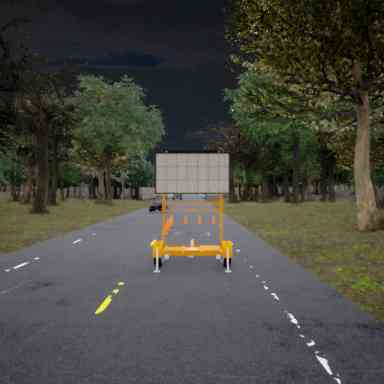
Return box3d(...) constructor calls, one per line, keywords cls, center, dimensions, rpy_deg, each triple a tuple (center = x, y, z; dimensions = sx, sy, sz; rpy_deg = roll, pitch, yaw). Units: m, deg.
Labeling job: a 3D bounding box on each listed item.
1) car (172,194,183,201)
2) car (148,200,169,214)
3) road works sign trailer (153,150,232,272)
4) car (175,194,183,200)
box3d(cls="car", center=(-3.356, 1.059, 77.079), dimensions=(2.150, 2.045, 5.566), rpy_deg=(0, 0, 0))
box3d(cls="car", center=(-3.533, 1.583, 35.879), dimensions=(1.895, 1.301, 4.718), rpy_deg=(0, 0, 0))
box3d(cls="road works sign trailer", center=(0.019, 0.464, 10.721), dimensions=(2.380, 3.560, 2.880), rpy_deg=(0, 0, 0))
box3d(cls="car", center=(-3.340, 1.280, 85.751), dimensions=(1.837, 1.490, 4.892), rpy_deg=(0, 0, 0))
